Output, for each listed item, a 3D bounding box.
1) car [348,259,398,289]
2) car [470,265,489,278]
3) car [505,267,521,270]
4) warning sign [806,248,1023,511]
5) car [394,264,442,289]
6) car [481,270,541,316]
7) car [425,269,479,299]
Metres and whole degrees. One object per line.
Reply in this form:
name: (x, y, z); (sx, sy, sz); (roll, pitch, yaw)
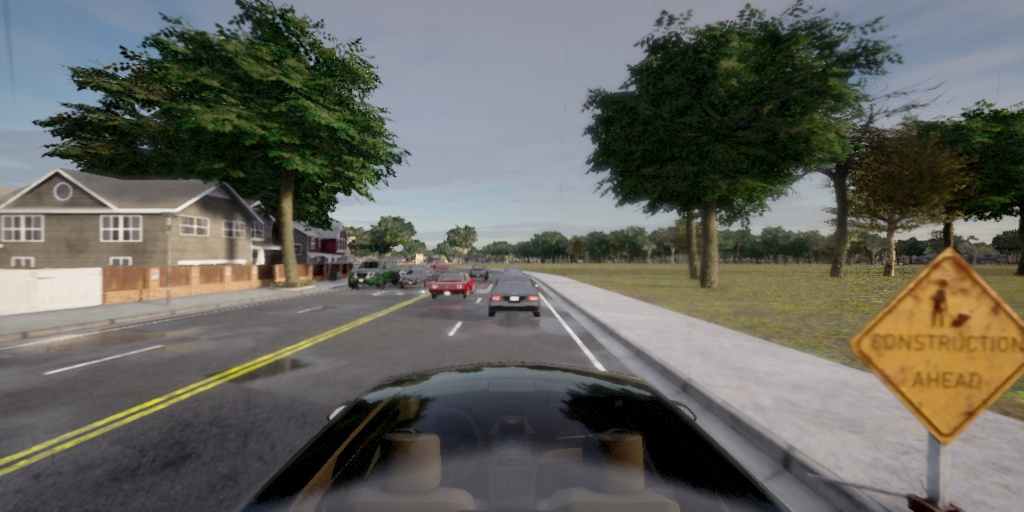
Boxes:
car: (-9.866, 1.271, 26.193); (2.150, 2.045, 5.566); (0, -1, 0)
car: (-3.358, 1.666, 36.776); (2.128, 1.511, 4.902); (0, -1, -3)
car: (0.074, 1.663, 31.633); (2.033, 1.411, 5.357); (0, -1, -1)
warning sign: (2.850, 0.874, 2.405); (1.300, 1.860, 1.060); (0, 0, 0)
car: (-6.633, 1.550, 25.861); (1.837, 1.490, 4.892); (0, -1, 0)
car: (0.091, 1.449, 14.046); (2.033, 1.411, 5.357); (0, -1, 0)
car: (-3.153, 1.573, 19.822); (1.895, 1.301, 4.718); (0, -1, 0)
